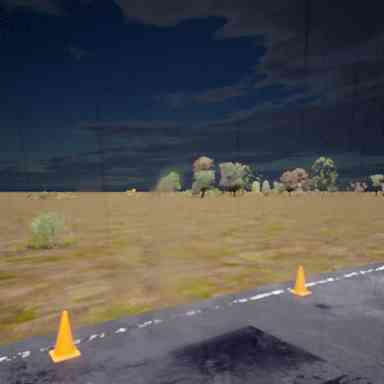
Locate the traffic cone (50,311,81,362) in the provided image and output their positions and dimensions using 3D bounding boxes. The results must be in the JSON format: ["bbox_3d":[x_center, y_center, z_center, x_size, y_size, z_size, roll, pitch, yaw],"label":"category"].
[{"bbox_3d":[-1.750,1.946,4.594,0.340,0.580,0.340,0,0,-35],"label":"traffic cone"}]

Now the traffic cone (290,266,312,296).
[{"bbox_3d":[2.441,1.957,7.440,0.340,0.580,0.340,0,0,-33],"label":"traffic cone"}]
